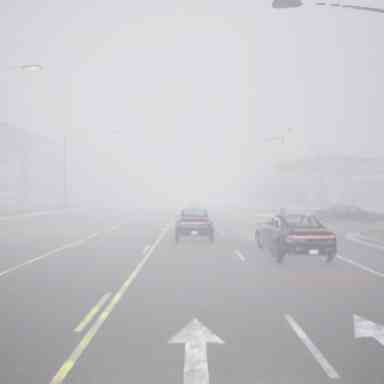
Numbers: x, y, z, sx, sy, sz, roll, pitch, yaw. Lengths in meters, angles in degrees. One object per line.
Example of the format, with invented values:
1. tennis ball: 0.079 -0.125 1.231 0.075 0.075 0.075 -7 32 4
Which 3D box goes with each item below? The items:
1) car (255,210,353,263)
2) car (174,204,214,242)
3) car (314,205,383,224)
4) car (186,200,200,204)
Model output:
1. car: 3.602 1.571 12.264 2.128 1.511 4.902 0 0 0
2. car: 0.111 1.598 17.087 2.128 1.511 4.902 0 0 0
3. car: 12.014 1.705 25.867 5.357 1.411 2.033 0 0 15
4. car: 0.105 1.795 45.339 1.812 1.442 4.674 0 0 0
